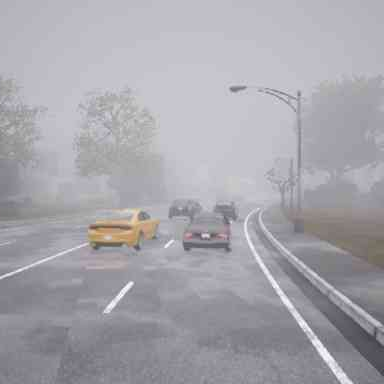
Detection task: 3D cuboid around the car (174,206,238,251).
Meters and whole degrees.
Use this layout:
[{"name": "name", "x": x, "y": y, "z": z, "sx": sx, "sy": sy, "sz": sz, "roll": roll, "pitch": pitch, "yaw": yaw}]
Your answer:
[{"name": "car", "x": 0.726, "y": 1.559, "z": 14.026, "sx": 2.033, "sy": 1.411, "sz": 5.357, "roll": 0, "pitch": 0, "yaw": 6}]

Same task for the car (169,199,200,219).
[{"name": "car", "x": -0.526, "y": 1.356, "z": 28.997, "sx": 2.097, "sy": 1.767, "sz": 4.553, "roll": 0, "pitch": 0, "yaw": 12}]

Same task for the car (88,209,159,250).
[{"name": "car", "x": -2.756, "y": 1.478, "z": 14.379, "sx": 1.882, "sy": 1.535, "sz": 5.008, "roll": 0, "pitch": 0, "yaw": 6}]

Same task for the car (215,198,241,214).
[{"name": "car", "x": 2.909, "y": 1.512, "z": 28.324, "sx": 1.837, "sy": 1.490, "sz": 4.892, "roll": 0, "pitch": 0, "yaw": 12}]

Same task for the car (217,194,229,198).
[{"name": "car", "x": 7.282, "y": 1.192, "z": 77.299, "sx": 2.097, "sy": 1.767, "sz": 4.553, "roll": 0, "pitch": 0, "yaw": 20}]

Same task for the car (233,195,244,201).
[{"name": "car", "x": 10.558, "y": 1.370, "z": 76.068, "sx": 1.812, "sy": 1.442, "sz": 4.674, "roll": 0, "pitch": 0, "yaw": 20}]
